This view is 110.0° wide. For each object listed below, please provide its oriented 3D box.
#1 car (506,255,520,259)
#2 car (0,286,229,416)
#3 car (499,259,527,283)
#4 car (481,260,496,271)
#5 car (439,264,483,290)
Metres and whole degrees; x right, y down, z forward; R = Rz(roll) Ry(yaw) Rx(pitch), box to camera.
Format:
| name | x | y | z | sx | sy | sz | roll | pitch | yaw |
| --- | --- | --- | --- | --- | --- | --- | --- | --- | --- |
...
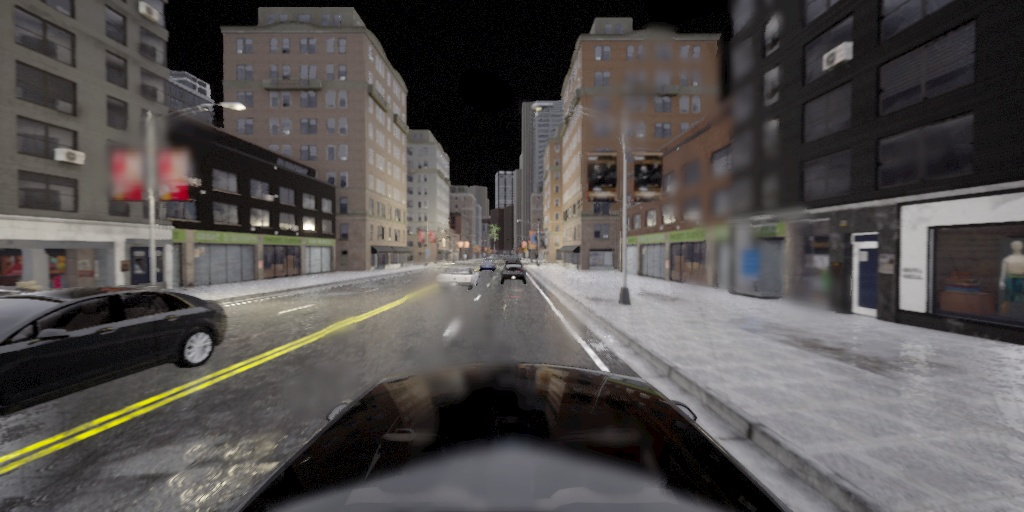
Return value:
| name | x | y | z | sx | sy | sz | roll | pitch | yaw |
| --- | --- | --- | --- | --- | --- | --- | --- | --- | --- |
| car | 0.116 | 0.908 | 48.248 | 2.150 | 2.045 | 5.566 | 0 | 0 | 0 |
| car | -6.554 | 1.255 | 5.081 | 1.837 | 1.490 | 4.892 | 0 | 0 | 0 |
| car | 0.108 | 1.235 | 27.328 | 1.837 | 1.490 | 4.892 | 0 | 0 | 0 |
| car | -3.135 | 1.253 | 47.394 | 1.994 | 1.385 | 4.181 | 0 | 0 | 0 |
| car | -3.144 | 1.338 | 22.263 | 1.895 | 1.301 | 4.718 | 0 | 0 | 0 |
